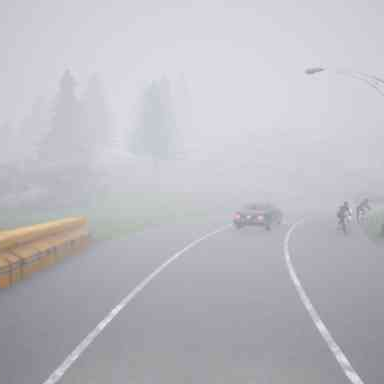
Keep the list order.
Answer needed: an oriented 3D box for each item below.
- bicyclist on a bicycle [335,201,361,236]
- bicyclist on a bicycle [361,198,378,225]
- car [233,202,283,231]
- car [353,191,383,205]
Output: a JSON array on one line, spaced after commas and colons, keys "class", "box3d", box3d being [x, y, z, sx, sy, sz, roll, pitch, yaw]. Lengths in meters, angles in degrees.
[{"class": "bicyclist on a bicycle", "box3d": [7.316, 1.276, 16.022, 1.656, 1.620, 0.582, 0, 1, -38]}, {"class": "bicyclist on a bicycle", "box3d": [10.766, 1.216, 20.730, 0.582, 1.620, 1.656, -1, -1, -33]}, {"class": "car", "box3d": [3.881, 1.281, 18.940, 2.033, 1.411, 5.357, 1, 1, 24]}, {"class": "car", "box3d": [22.740, 0.632, 42.630, 4.553, 1.767, 2.097, -2, 2, -34]}]
